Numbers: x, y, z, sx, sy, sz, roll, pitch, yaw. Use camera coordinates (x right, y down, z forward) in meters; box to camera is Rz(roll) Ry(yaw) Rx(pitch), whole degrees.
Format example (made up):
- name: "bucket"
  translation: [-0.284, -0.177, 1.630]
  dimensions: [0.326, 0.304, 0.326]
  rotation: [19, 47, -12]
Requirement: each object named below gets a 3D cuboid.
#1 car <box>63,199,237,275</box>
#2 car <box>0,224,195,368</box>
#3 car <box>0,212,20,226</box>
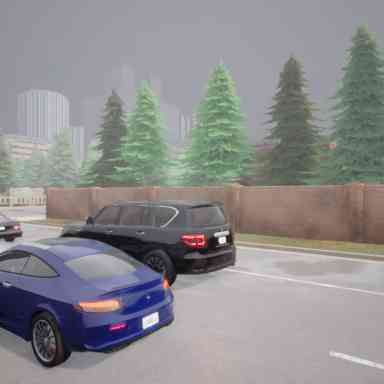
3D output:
- name: "car"
  translation: [-1.463, 1.221, 9.348]
  dimensions: [5.566, 2.045, 2.150]
  rotation: [0, 0, 36]
- name: "car"
  translation: [-2.415, 1.526, 5.731]
  dimensions: [4.674, 1.442, 1.812]
  rotation: [0, 0, 36]
- name: "car"
  translation: [-9.760, 1.547, 15.263]
  dimensions: [5.357, 1.411, 2.033]
  rotation: [0, 0, 39]
